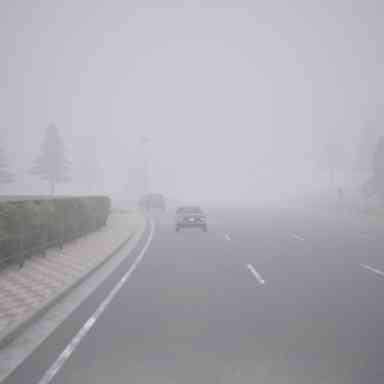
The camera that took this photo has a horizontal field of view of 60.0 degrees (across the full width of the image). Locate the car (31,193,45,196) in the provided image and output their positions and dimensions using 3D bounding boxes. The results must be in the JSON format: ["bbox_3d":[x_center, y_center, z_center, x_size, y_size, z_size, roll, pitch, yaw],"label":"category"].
[{"bbox_3d":[-38.421,1.235,82.574,5.566,2.045,2.150,0,0,40],"label":"car"}]

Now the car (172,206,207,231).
[{"bbox_3d":[-0.203,1.551,20.579,2.033,1.411,5.357,0,0,-4],"label":"car"}]

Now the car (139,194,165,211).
[{"bbox_3d":[-4.964,1.229,40.660,2.150,2.045,5.566,0,0,-22],"label":"car"}]
